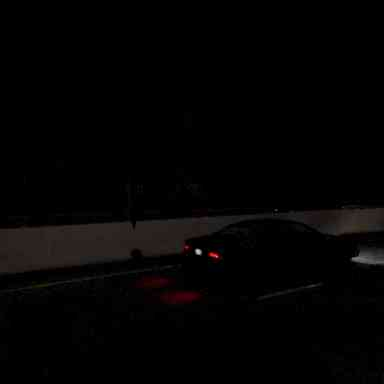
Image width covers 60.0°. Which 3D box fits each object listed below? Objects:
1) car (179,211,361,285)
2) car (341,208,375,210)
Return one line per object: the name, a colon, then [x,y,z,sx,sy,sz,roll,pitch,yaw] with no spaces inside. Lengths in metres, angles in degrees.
car: [2.312,1.462,9.236,5.357,1.411,2.033,-1,1,-31]
car: [14.388,1.318,26.754,4.718,1.301,1.895,0,0,-20]
